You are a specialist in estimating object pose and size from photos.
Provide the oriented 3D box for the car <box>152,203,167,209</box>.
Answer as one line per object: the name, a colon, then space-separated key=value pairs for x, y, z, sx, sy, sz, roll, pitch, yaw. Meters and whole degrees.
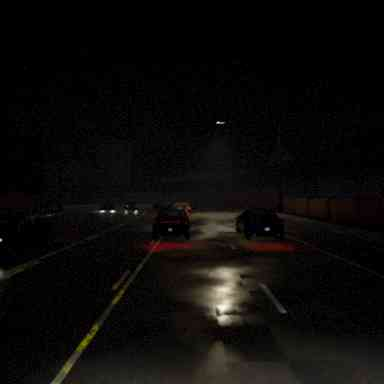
car: x=-6.814 y=2.880 z=68.433 sx=1.895 sy=1.301 sz=4.718 roll=1 pitch=-3 yaw=-21

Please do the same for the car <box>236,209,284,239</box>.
car: x=3.610 y=1.653 z=18.398 sx=1.882 sy=1.535 sz=5.008 roll=0 pitch=-1 yaw=0

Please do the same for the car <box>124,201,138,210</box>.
car: x=-9.825 y=2.201 z=53.615 sx=1.837 sy=1.490 sz=4.892 roll=1 pitch=-2 yaw=-13

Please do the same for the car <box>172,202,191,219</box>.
car: x=-1.100 y=1.806 z=34.340 sx=1.882 sy=1.535 sz=5.008 roll=0 pitch=-1 yaw=-2

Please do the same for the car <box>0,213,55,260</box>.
car: x=-7.096 y=1.617 z=13.085 sx=2.128 sy=1.511 sz=4.902 roll=0 pitch=-1 yaw=0

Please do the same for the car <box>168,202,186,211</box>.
car: x=-2.537 y=2.278 z=54.171 sx=1.994 sy=1.385 sz=4.181 roll=0 pitch=-2 yaw=-15

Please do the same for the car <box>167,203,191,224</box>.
car: x=-1.036 y=1.747 z=28.315 sx=1.882 sy=1.535 sz=5.008 roll=0 pitch=-1 yaw=0

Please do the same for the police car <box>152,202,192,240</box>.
police car: x=-1.041 y=1.601 z=18.424 sx=1.930 sy=1.638 sz=5.238 roll=0 pitch=-1 yaw=0

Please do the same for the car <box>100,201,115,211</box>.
car: x=-12.769 y=2.127 z=50.639 sx=1.812 sy=1.442 sz=4.674 roll=0 pitch=-2 yaw=-12
